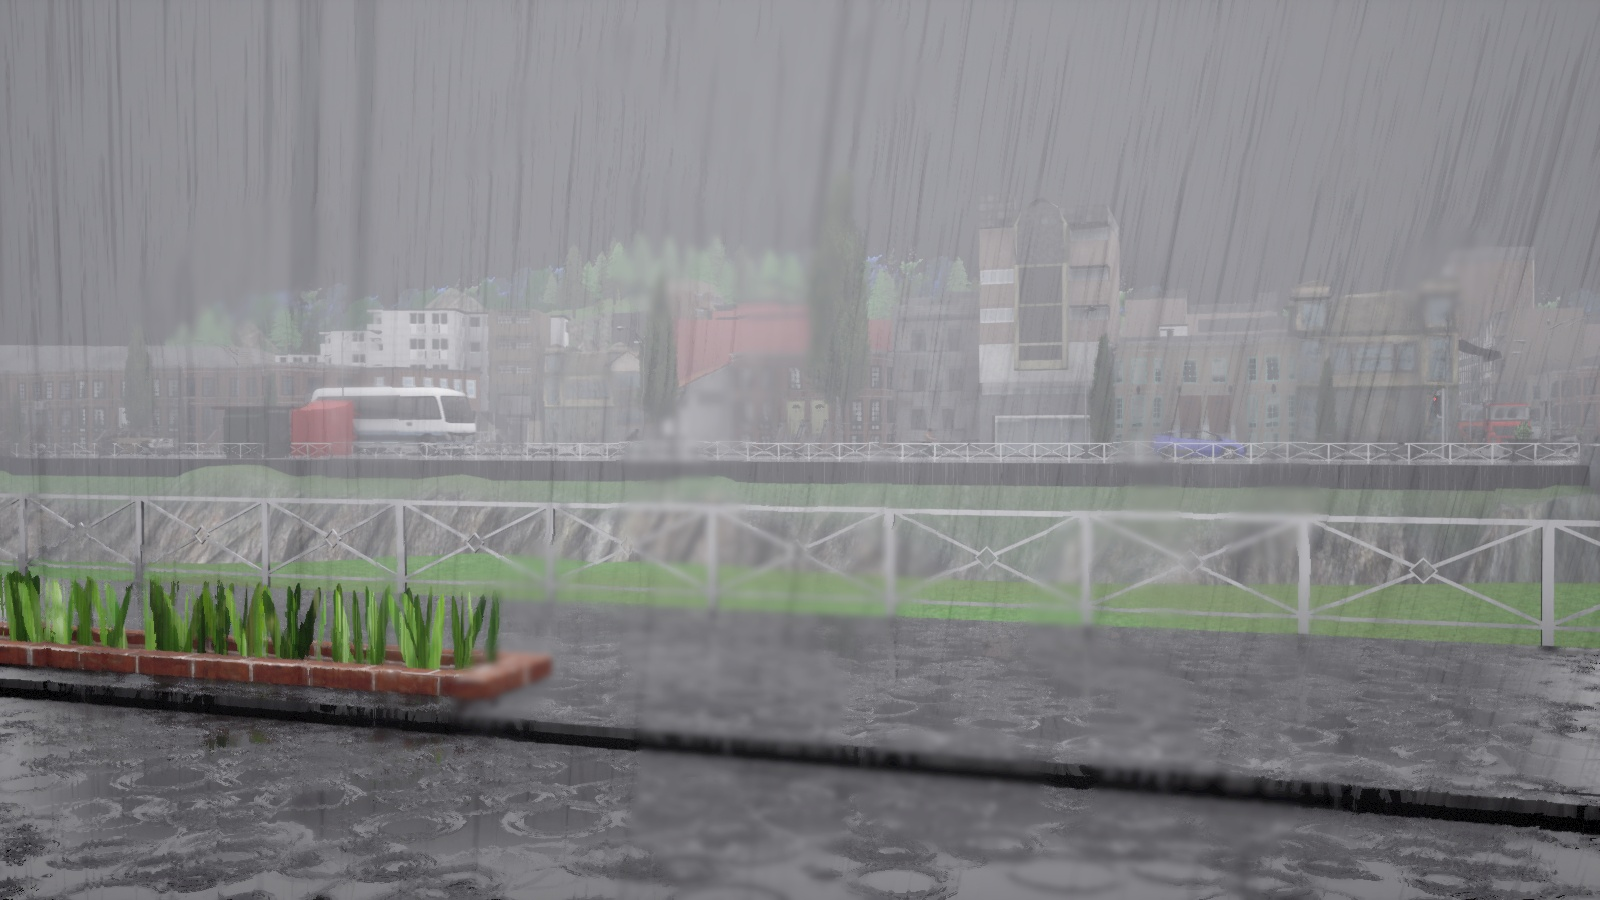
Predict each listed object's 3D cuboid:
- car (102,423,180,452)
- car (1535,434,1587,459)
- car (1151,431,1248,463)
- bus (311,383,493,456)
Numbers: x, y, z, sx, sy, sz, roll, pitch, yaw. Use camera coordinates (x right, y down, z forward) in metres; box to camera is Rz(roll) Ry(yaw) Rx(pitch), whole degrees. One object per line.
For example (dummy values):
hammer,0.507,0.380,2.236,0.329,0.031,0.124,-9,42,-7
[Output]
car,-43.840,-0.859,83.550,4.605,1.855,1.932,1,1,19
car,46.844,-0.223,77.386,1.816,1.474,4.193,1,1,19
car,19.760,-0.148,62.185,4.514,1.525,2.007,1,1,18
bus,-24.357,-1.874,76.987,10.273,4.253,3.944,1,1,19
